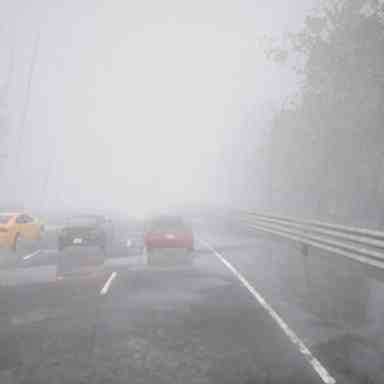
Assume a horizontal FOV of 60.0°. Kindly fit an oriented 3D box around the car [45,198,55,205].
[{"bbox_3d":[-35.574,2.209,81.843,4.553,1.767,2.097,-1,-1,41],"label":"car"}]

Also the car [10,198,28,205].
[{"bbox_3d":[-40.397,2.366,76.766,4.181,1.385,1.994,-1,-1,41],"label":"car"}]

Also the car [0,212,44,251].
[{"bbox_3d":[-8.133,1.641,14.747,1.882,1.535,5.008,0,0,-8],"label":"car"}]

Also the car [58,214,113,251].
[{"bbox_3d":[-4.616,1.687,14.843,1.812,1.442,4.674,0,0,-8],"label":"car"}]

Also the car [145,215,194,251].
[{"bbox_3d":[-1.101,1.723,14.963,1.994,1.385,4.181,0,-1,-8],"label":"car"}]

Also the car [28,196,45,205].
[{"bbox_3d":[-38.020,2.059,79.336,5.566,2.045,2.150,-1,-1,41],"label":"car"}]
